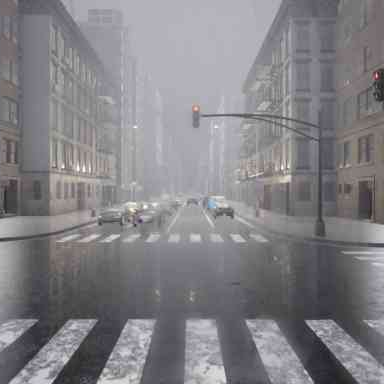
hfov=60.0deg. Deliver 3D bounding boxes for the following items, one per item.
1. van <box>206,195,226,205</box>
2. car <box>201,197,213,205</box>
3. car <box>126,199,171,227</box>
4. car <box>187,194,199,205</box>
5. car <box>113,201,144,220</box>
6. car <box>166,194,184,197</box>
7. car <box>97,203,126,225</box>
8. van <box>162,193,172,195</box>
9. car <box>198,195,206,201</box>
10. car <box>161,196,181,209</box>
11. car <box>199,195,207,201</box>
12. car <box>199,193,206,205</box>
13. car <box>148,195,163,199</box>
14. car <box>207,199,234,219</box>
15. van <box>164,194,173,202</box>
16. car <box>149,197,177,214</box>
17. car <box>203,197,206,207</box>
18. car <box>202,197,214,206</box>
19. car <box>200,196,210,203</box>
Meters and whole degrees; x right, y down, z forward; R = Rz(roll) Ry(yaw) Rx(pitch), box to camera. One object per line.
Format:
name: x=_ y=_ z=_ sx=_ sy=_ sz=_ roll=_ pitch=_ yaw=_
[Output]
van: x=2.640 y=1.339 z=34.354 sx=1.690 sy=1.788 sz=3.998 roll=0 pitch=0 yaw=0
car: x=2.647 y=1.548 z=61.385 sx=2.008 sy=1.369 sz=4.403 roll=0 pitch=0 yaw=0
car: x=-2.849 y=1.490 z=22.909 sx=2.128 sy=1.511 sz=4.902 roll=0 pitch=0 yaw=0
car: x=0.098 y=1.502 z=57.110 sx=1.837 sy=1.490 sz=4.892 roll=0 pitch=0 yaw=0
car: x=-5.396 y=1.523 z=28.777 sx=1.752 sy=1.417 sz=4.829 roll=0 pitch=0 yaw=0
car: x=-2.798 y=1.475 z=53.060 sx=1.882 sy=1.535 sz=5.008 roll=0 pitch=0 yaw=1
car: x=-5.391 y=1.549 z=23.540 sx=2.008 sy=1.369 sz=4.403 roll=0 pitch=0 yaw=0
van: x=-5.431 y=1.338 z=66.790 sx=1.690 sy=1.788 sz=3.998 roll=0 pitch=0 yaw=0
car: x=2.654 y=1.562 z=88.416 sx=1.947 sy=1.339 sz=4.313 roll=0 pitch=0 yaw=0
car: x=-2.835 y=1.561 z=42.806 sx=1.994 sy=1.385 sz=4.181 roll=0 pitch=0 yaw=1
car: x=2.653 y=1.541 z=83.010 sx=1.887 sy=1.381 sz=4.507 roll=0 pitch=0 yaw=0
car: x=2.644 y=1.312 z=50.573 sx=2.192 sy=1.841 sz=5.009 roll=0 pitch=0 yaw=0
car: x=-5.411 y=1.437 z=45.166 sx=1.967 sy=1.590 sz=4.097 roll=0 pitch=0 yaw=0
car: x=2.639 y=1.549 z=28.948 sx=2.008 sy=1.369 sz=4.403 roll=0 pitch=0 yaw=0
van: x=-5.441 y=1.338 z=77.603 sx=1.690 sy=1.788 sz=3.998 roll=0 pitch=0 yaw=0
car: x=-2.845 y=1.545 z=32.792 sx=2.033 sy=1.411 sz=5.357 roll=0 pitch=0 yaw=0
car: x=2.641 y=1.579 z=39.760 sx=1.802 sy=1.307 sz=4.206 roll=0 pitch=0 yaw=0
car: x=2.646 y=1.563 z=55.979 sx=1.947 sy=1.339 sz=4.313 roll=0 pitch=0 yaw=0
car: x=2.648 y=1.522 z=66.961 sx=1.752 sy=1.417 sz=4.829 roll=0 pitch=0 yaw=0
